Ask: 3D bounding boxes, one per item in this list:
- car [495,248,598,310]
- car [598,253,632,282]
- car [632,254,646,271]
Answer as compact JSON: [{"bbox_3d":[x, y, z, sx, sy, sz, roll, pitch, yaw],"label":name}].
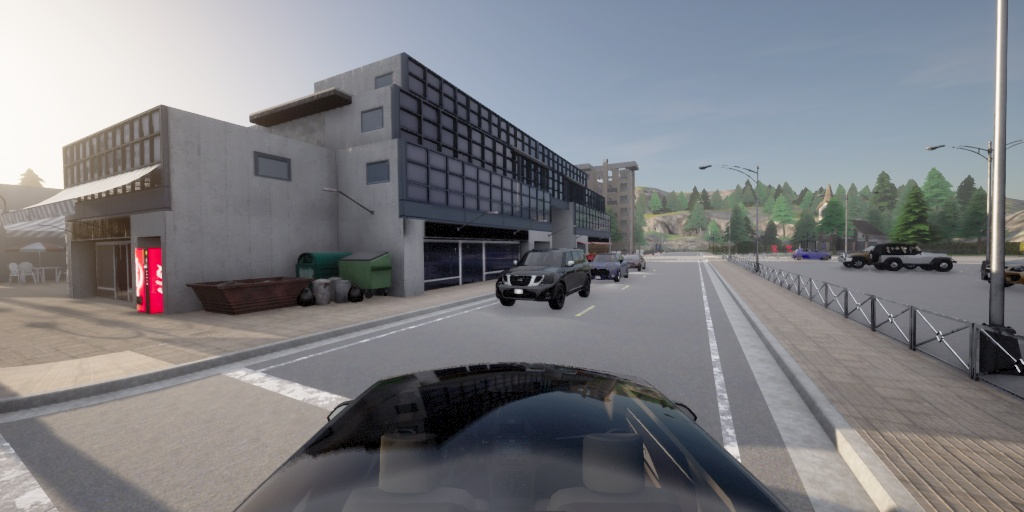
[{"bbox_3d":[1.470,0.715,13.885,2.150,2.045,5.566,0,1,27],"label":"car"},{"bbox_3d":[5.970,0.601,22.632,2.097,1.767,4.553,0,1,27],"label":"car"},{"bbox_3d":[10.655,0.520,31.729,1.812,1.442,4.674,0,1,27],"label":"car"}]
